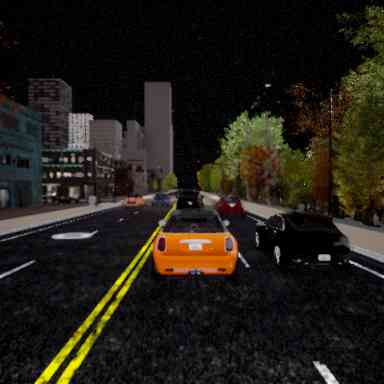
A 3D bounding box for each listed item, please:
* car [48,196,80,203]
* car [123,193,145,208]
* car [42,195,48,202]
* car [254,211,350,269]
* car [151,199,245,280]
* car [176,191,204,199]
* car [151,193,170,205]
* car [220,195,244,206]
[{"bbox_3d":[-20.663,1.264,54.606,4.313,1.339,1.947,-1,2,-1],"label":"car"},{"bbox_3d":[-7.041,0.937,40.720,2.097,1.767,4.553,0,1,0],"label":"car"},{"bbox_3d":[-29.131,1.178,62.984,4.403,1.369,2.008,-1,2,-1],"label":"car"},{"bbox_3d":[3.306,1.392,10.788,1.837,1.490,4.892,0,0,-1],"label":"car"},{"bbox_3d":[0.064,1.251,9.746,2.097,1.767,4.553,0,1,0],"label":"car"},{"bbox_3d":[-0.182,0.936,27.931,2.150,2.045,5.566,0,1,-1],"label":"car"},{"bbox_3d":[-3.795,0.933,41.119,2.097,1.767,4.553,0,1,0],"label":"car"},{"bbox_3d":[3.068,1.066,27.870,2.097,1.767,4.553,0,1,-1],"label":"car"}]
